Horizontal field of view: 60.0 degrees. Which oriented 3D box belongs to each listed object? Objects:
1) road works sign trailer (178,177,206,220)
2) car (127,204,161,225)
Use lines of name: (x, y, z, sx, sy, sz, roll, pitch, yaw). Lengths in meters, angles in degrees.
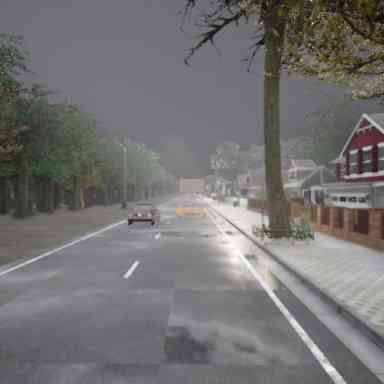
road works sign trailer: (0.004, 0.496, 28.820, 2.380, 3.560, 2.880, 0, 0, 0)
car: (-3.395, 1.570, 24.132, 2.033, 1.411, 5.357, 0, 0, 0)
